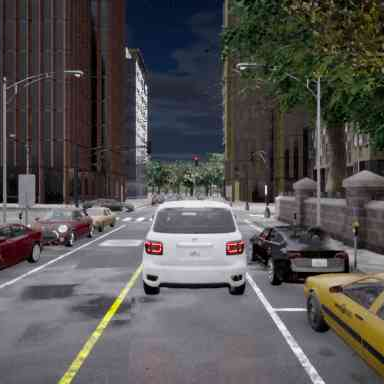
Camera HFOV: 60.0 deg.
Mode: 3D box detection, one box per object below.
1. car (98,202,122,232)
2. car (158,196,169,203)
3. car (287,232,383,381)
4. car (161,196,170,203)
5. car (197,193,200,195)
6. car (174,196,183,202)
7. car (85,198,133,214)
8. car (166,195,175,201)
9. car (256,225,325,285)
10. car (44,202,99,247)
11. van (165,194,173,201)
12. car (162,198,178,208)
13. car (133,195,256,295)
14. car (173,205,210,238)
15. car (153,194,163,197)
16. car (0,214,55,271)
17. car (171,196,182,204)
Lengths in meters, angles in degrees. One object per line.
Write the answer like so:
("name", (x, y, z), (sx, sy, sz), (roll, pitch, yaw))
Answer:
("car", (-5.783, 1.527, 19.995), (1.752, 1.417, 4.829), (0, 0, 0))
("car", (-5.827, 1.602, 68.448), (1.802, 1.307, 4.206), (0, 0, 0))
("car", (2.757, 1.525, 3.975), (1.752, 1.417, 4.829), (0, 0, 0))
("car", (-5.832, 1.548, 73.716), (1.752, 1.417, 4.829), (0, 0, 0))
("car", (2.689, 1.572, 79.331), (1.887, 1.381, 4.507), (0, 0, 0))
("car", (-3.072, 1.558, 77.346), (2.033, 1.411, 5.357), (0, 0, 0))
("car", (-8.161, 1.374, 32.692), (4.892, 1.490, 1.837), (2, 0, -15))
("car", (-5.847, 1.585, 90.199), (2.008, 1.369, 4.403), (0, 0, 0))
("car", (2.752, 1.566, 9.261), (1.947, 1.339, 4.313), (0, 0, 0))
("car", (-5.778, 1.441, 14.709), (1.967, 1.590, 4.097), (0, 0, 0))
("van", (-5.842, 1.372, 84.761), (1.690, 1.788, 3.998), (0, 0, 0))
("car", (-3.140, 1.574, 48.137), (1.994, 1.385, 4.181), (0, 0, 0))
("car", (0.058, 1.222, 8.851), (2.150, 2.045, 5.566), (0, 0, 0))
("car", (0.006, 1.527, 18.496), (1.812, 1.442, 4.674), (0, 0, 0))
("car", (-5.817, 1.329, 57.573), (2.192, 1.841, 5.009), (0, 0, 0))
("car", (-5.773, 1.545, 9.252), (1.887, 1.381, 4.507), (0, 0, 0))
("car", (-3.084, 1.583, 67.007), (1.994, 1.385, 4.181), (0, 0, 1))
